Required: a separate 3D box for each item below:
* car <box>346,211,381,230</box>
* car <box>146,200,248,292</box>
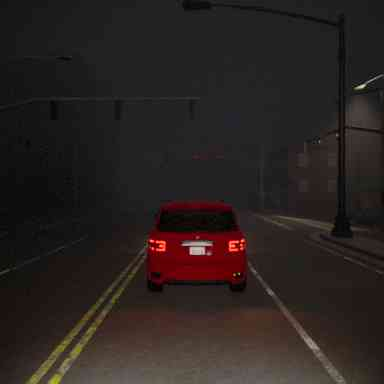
[{"bbox_3d":[15.435,2.488,29.654,4.902,1.511,2.128,8,0,0],"label":"car"},{"bbox_3d":[0.101,1.221,9.060,2.150,2.045,5.566,0,0,0],"label":"car"}]
